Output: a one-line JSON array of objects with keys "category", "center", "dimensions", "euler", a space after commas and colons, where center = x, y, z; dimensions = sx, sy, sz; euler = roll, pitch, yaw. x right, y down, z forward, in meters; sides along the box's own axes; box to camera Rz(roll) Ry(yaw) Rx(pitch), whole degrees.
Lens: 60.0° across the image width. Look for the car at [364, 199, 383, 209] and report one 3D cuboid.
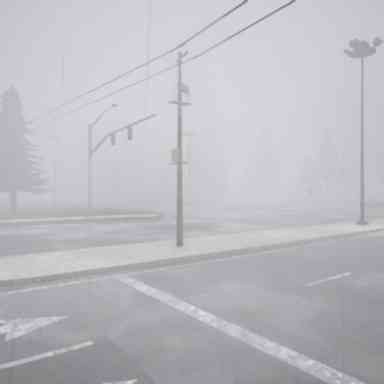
[{"category": "car", "center": [25.411, 1.654, 46.316], "dimensions": [4.718, 1.301, 1.895], "euler": [0, 0, -35]}]
